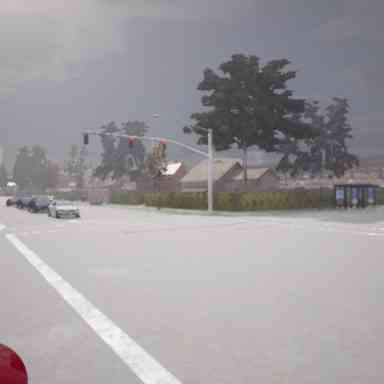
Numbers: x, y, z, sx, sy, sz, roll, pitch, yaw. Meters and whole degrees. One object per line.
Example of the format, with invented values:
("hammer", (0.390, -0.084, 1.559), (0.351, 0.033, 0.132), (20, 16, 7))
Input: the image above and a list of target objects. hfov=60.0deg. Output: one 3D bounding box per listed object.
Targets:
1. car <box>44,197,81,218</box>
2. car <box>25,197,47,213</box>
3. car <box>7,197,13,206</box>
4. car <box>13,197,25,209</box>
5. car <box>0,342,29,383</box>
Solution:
("car", (-11.417, 1.489, 29.547), (1.812, 1.442, 4.674), (0, 0, -35))
("car", (-16.630, 1.315, 36.746), (2.097, 1.767, 4.553), (0, 0, -36))
("car", (-27.833, 1.527, 52.255), (1.994, 1.385, 4.181), (0, 0, -35))
("car", (-22.029, 1.468, 44.196), (1.837, 1.490, 4.892), (0, 0, -36))
("car", (-3.394, 1.487, 1.332), (5.008, 1.535, 1.882), (0, 0, -35))
